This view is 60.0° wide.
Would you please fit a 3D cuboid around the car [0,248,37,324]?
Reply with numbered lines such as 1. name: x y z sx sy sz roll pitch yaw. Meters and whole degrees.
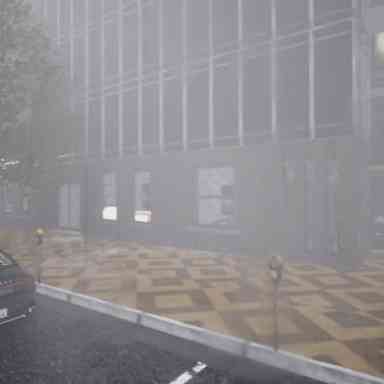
1. car: -4.624 1.583 6.166 4.403 1.369 2.008 0 0 35
